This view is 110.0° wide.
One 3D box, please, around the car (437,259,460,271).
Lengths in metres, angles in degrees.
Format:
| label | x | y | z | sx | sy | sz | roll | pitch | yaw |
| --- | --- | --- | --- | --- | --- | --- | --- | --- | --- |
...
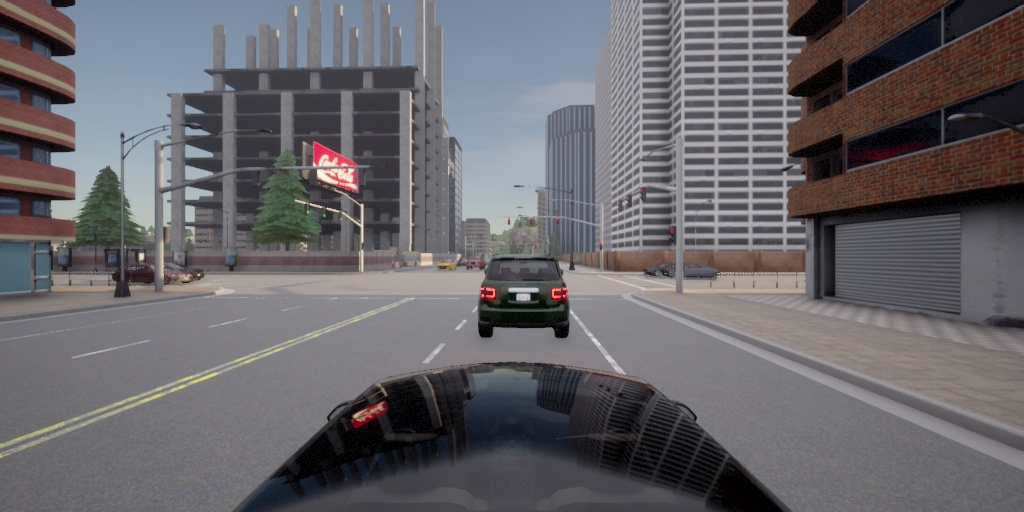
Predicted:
| label | x | y | z | sx | sy | sz | roll | pitch | yaw |
| --- | --- | --- | --- | --- | --- | --- | --- | --- | --- |
| car | -8.867 | 1.225 | 48.892 | 1.882 | 1.535 | 5.008 | 0 | 0 | 2 |

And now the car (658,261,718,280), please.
| label | x | y | z | sx | sy | sz | roll | pitch | yaw |
| --- | --- | --- | --- | --- | --- | --- | --- | --- | --- |
| car | 15.187 | 1.312 | 30.677 | 4.181 | 1.385 | 1.994 | 0 | 0 | 2 |

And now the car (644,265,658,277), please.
| label | x | y | z | sx | sy | sz | roll | pitch | yaw |
| --- | --- | --- | --- | --- | --- | --- | --- | --- | --- |
| car | 15.129 | 1.252 | 34.180 | 4.892 | 1.490 | 1.837 | 0 | 0 | 2 |

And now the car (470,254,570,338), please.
| label | x | y | z | sx | sy | sz | roll | pitch | yaw |
| --- | --- | --- | --- | --- | --- | --- | --- | --- | --- |
| car | 0.338 | 0.971 | 10.319 | 2.150 | 2.045 | 5.566 | 0 | 0 | 2 |

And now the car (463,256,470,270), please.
| label | x | y | z | sx | sy | sz | roll | pitch | yaw |
| --- | --- | --- | --- | --- | --- | --- | --- | --- | --- |
| car | -5.235 | 0.968 | 52.146 | 2.150 | 2.045 | 5.566 | 0 | 0 | 2 |

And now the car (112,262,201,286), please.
| label | x | y | z | sx | sy | sz | roll | pitch | yaw |
| --- | --- | --- | --- | --- | --- | --- | --- | --- | --- |
| car | -24.761 | 1.275 | 24.771 | 4.674 | 1.442 | 1.812 | 1 | 0 | 2 |

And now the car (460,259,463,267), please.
| label | x | y | z | sx | sy | sz | roll | pitch | yaw |
| --- | --- | --- | --- | --- | --- | --- | --- | --- | --- |
| car | -8.370 | 1.223 | 61.573 | 1.882 | 1.535 | 5.008 | 0 | 0 | 2 |

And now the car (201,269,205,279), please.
| label | x | y | z | sx | sy | sz | roll | pitch | yaw |
| --- | --- | --- | --- | --- | --- | --- | --- | --- | --- |
| car | -27.207 | 1.226 | 28.352 | 5.008 | 1.535 | 1.882 | 0 | 0 | 2 |
